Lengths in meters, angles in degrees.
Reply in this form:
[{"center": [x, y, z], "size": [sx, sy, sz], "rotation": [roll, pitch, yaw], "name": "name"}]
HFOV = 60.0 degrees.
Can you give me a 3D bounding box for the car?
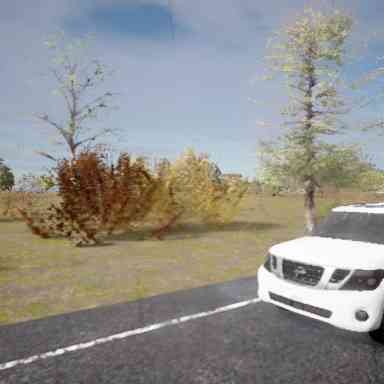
[{"center": [3.851, 1.257, 6.740], "size": [5.566, 2.045, 2.150], "rotation": [0, 0, -36], "name": "car"}]
